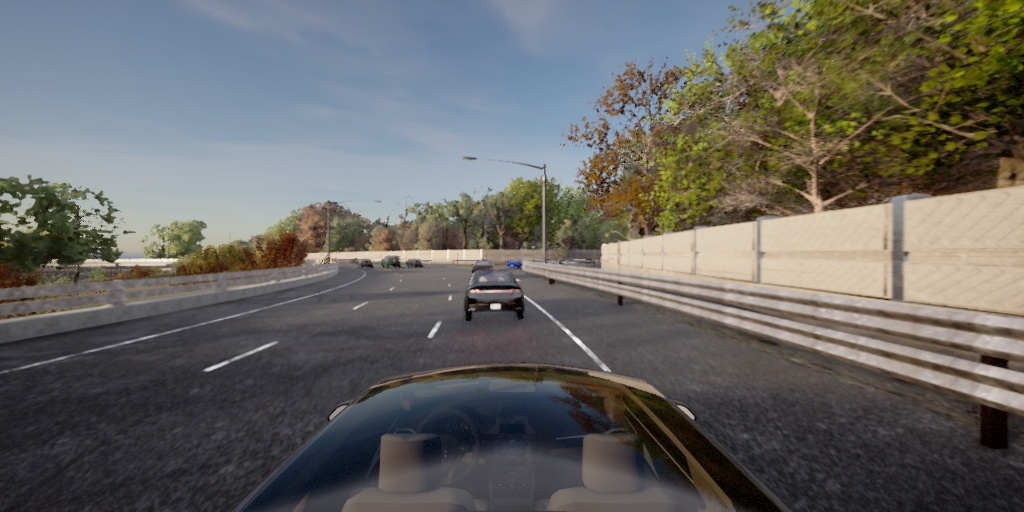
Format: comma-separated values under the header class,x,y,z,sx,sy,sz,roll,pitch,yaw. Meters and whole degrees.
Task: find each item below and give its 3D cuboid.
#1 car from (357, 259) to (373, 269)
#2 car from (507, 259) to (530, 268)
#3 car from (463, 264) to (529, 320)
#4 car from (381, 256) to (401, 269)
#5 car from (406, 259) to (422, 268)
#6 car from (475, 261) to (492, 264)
class,x,y,z,sx,sy,sz,roll,pitch,yaw
car,-24.308,1.261,59.090,1.837,1.490,4.892,0,0,-32
car,0.976,1.143,51.122,1.882,1.535,5.008,-1,0,23
car,-0.682,1.226,12.618,2.128,1.511,4.902,0,0,-5
car,-19.728,0.960,58.388,2.150,2.045,5.566,0,0,-30
car,-16.217,1.227,59.240,1.837,1.490,4.892,0,0,-30
car,-2.596,1.187,33.149,1.882,1.535,5.008,0,0,-2
